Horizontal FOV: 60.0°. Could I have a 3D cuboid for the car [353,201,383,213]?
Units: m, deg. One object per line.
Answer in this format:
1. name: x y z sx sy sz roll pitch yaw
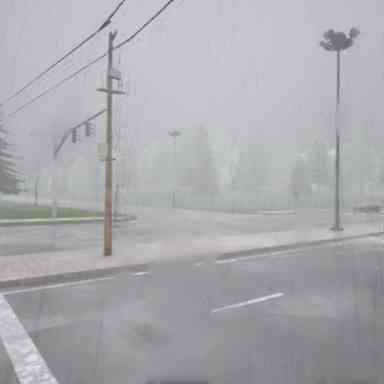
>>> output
1. car: 23.811 2.029 45.195 5.008 1.535 1.882 1 0 -35
